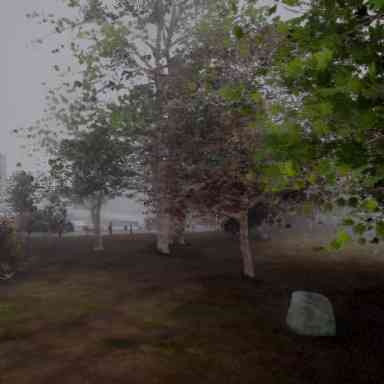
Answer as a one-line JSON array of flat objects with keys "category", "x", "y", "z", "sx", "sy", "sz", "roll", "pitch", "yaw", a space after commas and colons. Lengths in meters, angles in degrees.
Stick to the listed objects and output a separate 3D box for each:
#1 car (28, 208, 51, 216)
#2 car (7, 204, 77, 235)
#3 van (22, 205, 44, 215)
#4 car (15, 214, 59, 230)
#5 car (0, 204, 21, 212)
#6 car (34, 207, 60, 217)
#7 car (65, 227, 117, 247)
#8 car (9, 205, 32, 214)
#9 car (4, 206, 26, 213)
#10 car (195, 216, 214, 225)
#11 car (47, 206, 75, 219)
[{"category": "car", "x": -33.762, "y": 4.332, "z": 73.753, "sx": 2.002, "sy": 1.452, "sz": 4.674, "roll": 0, "pitch": 1, "yaw": 19}, {"category": "car", "x": -10.753, "y": 2.032, "z": 23.634, "sx": 2.097, "sy": 1.767, "sz": 4.553, "roll": 1, "pitch": -4, "yaw": 38}, {"category": "van", "x": -36.132, "y": 4.039, "z": 75.520, "sx": 1.878, "sy": 1.987, "sz": 4.442, "roll": 1, "pitch": 1, "yaw": 19}, {"category": "car", "x": -22.365, "y": 4.289, "z": 47.968, "sx": 5.566, "sy": 2.045, "sz": 2.435, "roll": 0, "pitch": 0, "yaw": 17}, {"category": "car", "x": -45.441, "y": 4.021, "z": 83.198, "sx": 2.185, "sy": 1.767, "sz": 4.553, "roll": 1, "pitch": 1, "yaw": 19}, {"category": "car", "x": -31.354, "y": 4.316, "z": 72.053, "sx": 1.946, "sy": 1.575, "sz": 5.366, "roll": 0, "pitch": 1, "yaw": 19}, {"category": "car", "x": -10.690, "y": 4.742, "z": 35.264, "sx": 4.792, "sy": 1.488, "sz": 2.163, "roll": 1, "pitch": 1, "yaw": 17}, {"category": "car", "x": -40.798, "y": 4.079, "z": 79.371, "sx": 2.185, "sy": 1.767, "sz": 4.553, "roll": 0, "pitch": 1, "yaw": 19}, {"category": "car", "x": -43.121, "y": 4.215, "z": 81.285, "sx": 2.002, "sy": 1.452, "sz": 4.674, "roll": 0, "pitch": 1, "yaw": 19}, {"category": "car", "x": 1.942, "y": 4.272, "z": 52.213, "sx": 2.097, "sy": 1.767, "sz": 4.553, "roll": 0, "pitch": -2, "yaw": -13}, {"category": "car", "x": -26.719, "y": 4.130, "z": 68.090, "sx": 2.435, "sy": 2.045, "sz": 5.566, "roll": 1, "pitch": 1, "yaw": 19}]
